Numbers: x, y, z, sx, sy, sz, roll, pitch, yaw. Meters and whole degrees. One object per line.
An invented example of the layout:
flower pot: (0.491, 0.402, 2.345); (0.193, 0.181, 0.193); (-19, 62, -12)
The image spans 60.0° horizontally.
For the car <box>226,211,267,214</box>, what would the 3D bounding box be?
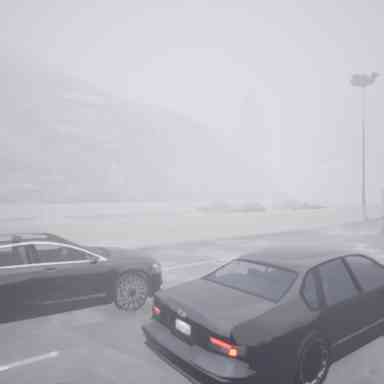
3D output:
car: (5.178, 1.608, 30.954); (4.674, 1.442, 1.812); (0, 0, -43)

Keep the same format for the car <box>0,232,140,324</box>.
car: (-2.838, 1.508, 6.117); (4.902, 1.511, 2.128); (0, 0, -36)

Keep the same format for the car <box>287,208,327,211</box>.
car: (10.929, 1.684, 31.522); (4.718, 1.301, 1.895); (0, 0, -44)

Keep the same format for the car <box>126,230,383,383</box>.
car: (1.901, 1.562, 5.241); (5.357, 1.411, 2.033); (0, 0, -37)

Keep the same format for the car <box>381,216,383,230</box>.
car: (11.955, 1.525, 17.976); (5.008, 1.535, 1.882); (0, 0, -41)
